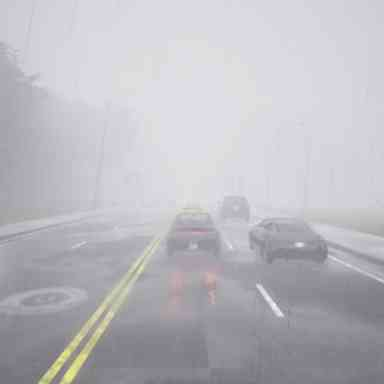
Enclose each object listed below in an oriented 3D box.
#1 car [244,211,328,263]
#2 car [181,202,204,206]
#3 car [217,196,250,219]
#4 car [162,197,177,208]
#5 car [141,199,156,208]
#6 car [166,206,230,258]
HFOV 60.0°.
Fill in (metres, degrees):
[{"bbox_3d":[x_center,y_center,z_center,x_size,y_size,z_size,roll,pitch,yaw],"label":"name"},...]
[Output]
[{"bbox_3d":[3.310,1.600,12.182,1.994,1.385,4.181,0,0,0],"label":"car"},{"bbox_3d":[0.062,1.580,29.477,1.882,1.535,5.008,0,0,0],"label":"car"},{"bbox_3d":[3.301,1.316,26.902,2.150,2.045,5.566,0,0,0],"label":"car"},{"bbox_3d":[-3.355,1.538,50.466,2.097,1.767,4.553,0,0,0],"label":"car"},{"bbox_3d":[-6.603,1.752,50.932,1.994,1.385,4.181,0,0,0],"label":"car"},{"bbox_3d":[0.063,1.533,12.986,2.128,1.511,4.902,0,0,0],"label":"car"}]
